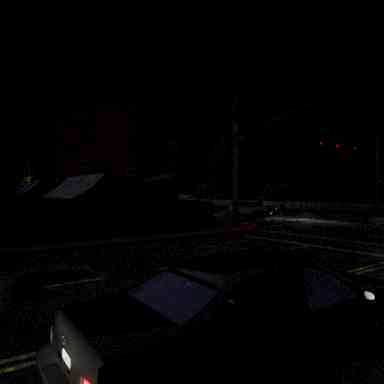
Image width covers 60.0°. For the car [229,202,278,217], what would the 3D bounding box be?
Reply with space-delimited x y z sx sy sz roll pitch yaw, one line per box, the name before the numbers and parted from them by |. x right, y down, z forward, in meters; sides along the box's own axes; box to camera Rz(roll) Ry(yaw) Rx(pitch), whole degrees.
car | 5.678 1.599 31.068 1.895 1.301 4.718 0 0 -37

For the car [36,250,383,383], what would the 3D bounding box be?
car | 0.915 1.547 4.463 5.357 1.411 2.033 0 0 -35
